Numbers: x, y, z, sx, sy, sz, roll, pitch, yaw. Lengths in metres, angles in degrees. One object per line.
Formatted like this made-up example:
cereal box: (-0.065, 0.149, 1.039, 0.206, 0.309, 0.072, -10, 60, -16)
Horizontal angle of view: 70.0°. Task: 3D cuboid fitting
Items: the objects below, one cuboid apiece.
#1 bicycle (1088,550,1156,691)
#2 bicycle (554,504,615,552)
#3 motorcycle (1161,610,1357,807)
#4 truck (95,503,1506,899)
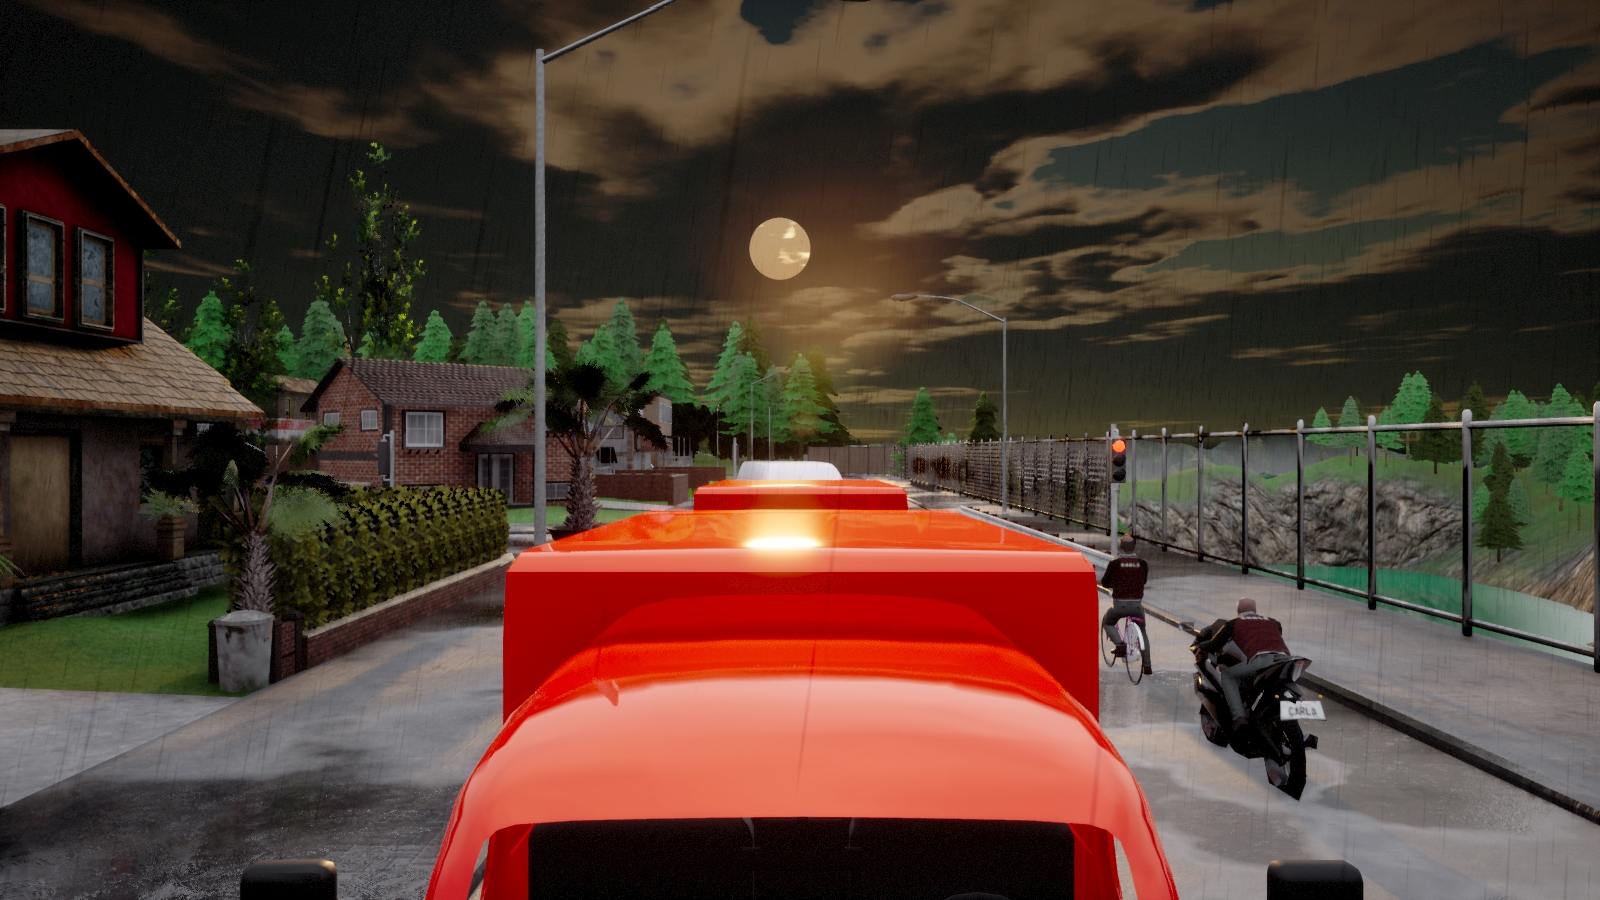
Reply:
bicycle: (3.986, 2.066, 14.240, 0.329, 1.471, 1.835, 0, 0, 0)
bicycle: (-6.027, 2.170, 32.020, 1.487, 1.276, 0.859, 0, 0, 8)
motorcycle: (4.000, 2.210, 10.191, 0.867, 1.251, 2.209, 0, 0, 0)
truck: (-0.001, 1.570, 4.728, 2.627, 2.467, 5.204, 0, 0, 0)
